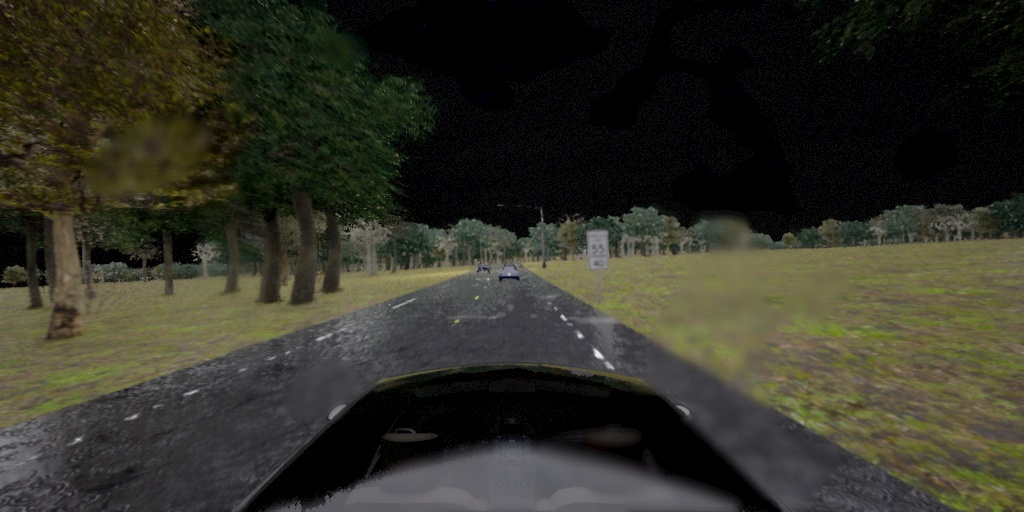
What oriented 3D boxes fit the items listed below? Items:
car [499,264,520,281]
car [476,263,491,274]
[{"bbox_3d":[-0.260,1.613,34.484,1.994,1.385,4.181,-2,0,0],"label":"car"},{"bbox_3d":[-3.887,1.647,48.876,1.895,1.301,4.718,-2,0,0],"label":"car"}]
